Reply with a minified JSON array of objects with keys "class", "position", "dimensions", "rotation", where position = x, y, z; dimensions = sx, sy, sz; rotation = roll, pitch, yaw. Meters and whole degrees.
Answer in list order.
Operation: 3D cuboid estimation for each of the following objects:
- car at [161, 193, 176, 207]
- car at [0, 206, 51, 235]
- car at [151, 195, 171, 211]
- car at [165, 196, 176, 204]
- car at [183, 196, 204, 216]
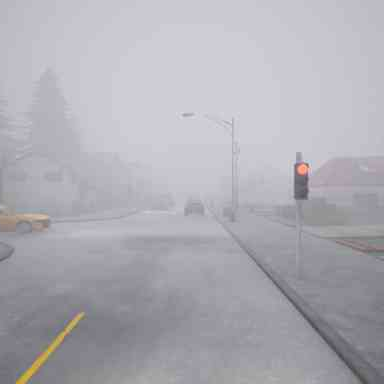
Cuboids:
[{"class":"car","position":[-4.028,1.221,51.798],"dimensions":[2.150,2.045,5.566],"rotation":[0,0,0]},{"class":"car","position":[-10.315,1.478,17.999],"dimensions":[5.008,1.535,1.882],"rotation":[0,0,-3]},{"class":"car","position":[-4.043,1.505,41.749],"dimensions":[1.837,1.490,4.892],"rotation":[0,0,0]},{"class":"car","position":[-3.979,1.525,62.143],"dimensions":[1.812,1.442,4.674],"rotation":[0,0,0]},{"class":"car","position":[0.187,1.491,32.908],"dimensions":[2.128,1.511,4.902],"rotation":[0,0,0]}]
